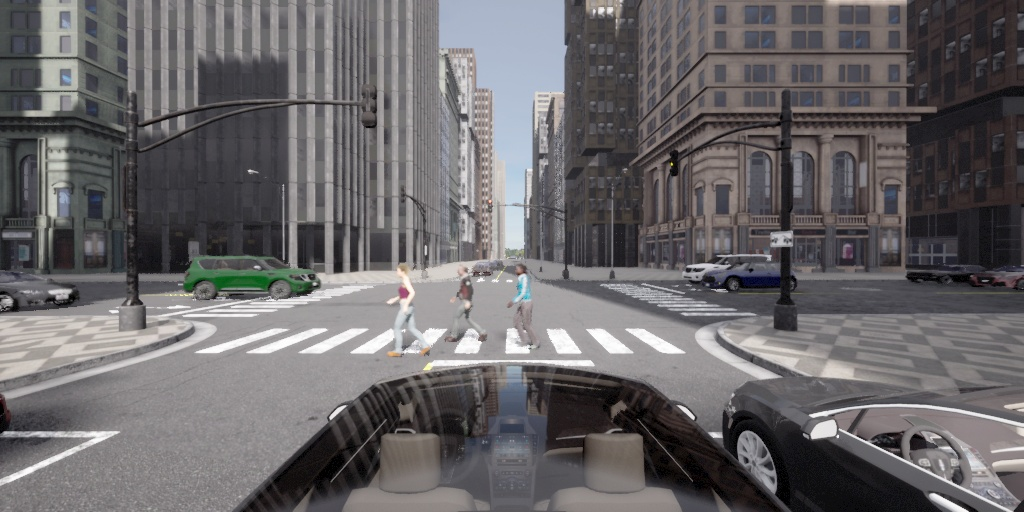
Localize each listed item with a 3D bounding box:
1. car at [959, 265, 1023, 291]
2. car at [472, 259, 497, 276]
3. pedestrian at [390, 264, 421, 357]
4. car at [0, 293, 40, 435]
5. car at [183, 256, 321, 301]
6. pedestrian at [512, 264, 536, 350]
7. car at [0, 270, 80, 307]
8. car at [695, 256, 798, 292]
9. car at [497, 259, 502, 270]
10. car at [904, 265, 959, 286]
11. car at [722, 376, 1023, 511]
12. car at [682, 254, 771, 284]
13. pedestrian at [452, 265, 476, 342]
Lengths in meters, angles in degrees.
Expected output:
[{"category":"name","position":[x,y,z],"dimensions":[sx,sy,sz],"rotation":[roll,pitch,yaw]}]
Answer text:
[{"category":"car","position":[28.819,1.224,20.321],"dimensions":[4.181,1.385,1.994],"rotation":[0,0,0]},{"category":"car","position":[-2.902,1.297,36.844],"dimensions":[2.033,1.411,5.357],"rotation":[0,0,0]},{"category":"pedestrian","position":[-2.082,1.043,7.038],"dimensions":[0.375,1.860,0.375],"rotation":[0,0,0]},{"category":"car","position":[-5.764,1.190,1.565],"dimensions":[1.967,1.591,4.097],"rotation":[0,0,0]},{"category":"car","position":[-12.309,1.006,17.190],"dimensions":[5.566,2.045,2.150],"rotation":[0,0,-3]},{"category":"pedestrian","position":[0.246,1.049,7.634],"dimensions":[0.375,1.860,0.375],"rotation":[0,0,0]},{"category":"car","position":[-19.680,1.312,13.739],"dimensions":[4.902,1.511,2.128],"rotation":[0,0,0]},{"category":"car","position":[13.355,1.054,20.361],"dimensions":[4.553,1.767,2.097],"rotation":[0,0,0]},{"category":"car","position":[-2.842,1.316,50.938],"dimensions":[1.994,1.385,4.181],"rotation":[0,0,0]},{"category":"car","position":[29.042,1.246,23.572],"dimensions":[4.718,1.301,1.895],"rotation":[0,0,0]},{"category":"car","position":[2.762,1.300,1.550],"dimensions":[2.007,1.370,4.403],"rotation":[0,0,0]},{"category":"car","position":[14.290,0.907,23.610],"dimensions":[5.566,2.045,2.150],"rotation":[0,0,0]},{"category":"pedestrian","position":[-1.106,1.051,8.237],"dimensions":[0.375,1.860,0.375],"rotation":[0,0,0]}]
